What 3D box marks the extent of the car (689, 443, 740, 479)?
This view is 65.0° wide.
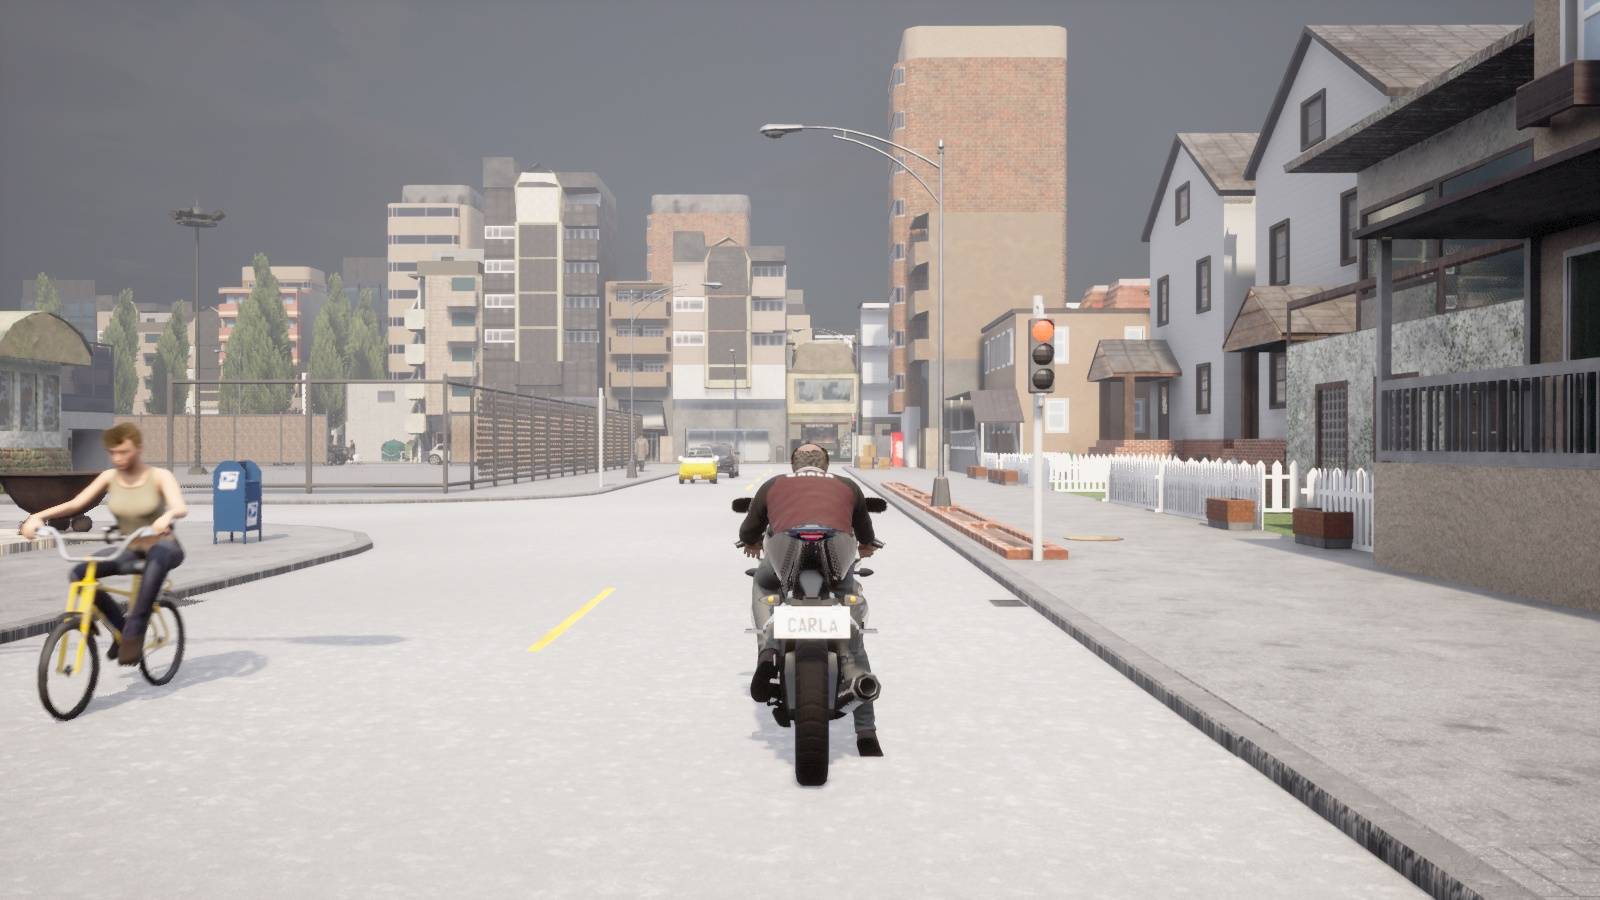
[{"bbox_3d":[-3.660,0.441,54.512,1.837,1.490,4.892,0,0,1],"label":"car"}]

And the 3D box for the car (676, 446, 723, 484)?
[{"bbox_3d":[-3.681,0.537,46.247,1.481,1.376,2.207,0,0,1],"label":"car"}]

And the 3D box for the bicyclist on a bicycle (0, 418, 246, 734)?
[{"bbox_3d":[-3.941,0.639,7.177,0.866,1.612,1.509,0,0,1],"label":"bicyclist on a bicycle"}]

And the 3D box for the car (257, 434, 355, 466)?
[{"bbox_3d":[-32.278,-0.024,82.213,5.566,2.045,2.150,0,0,1],"label":"car"}]

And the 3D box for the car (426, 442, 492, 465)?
[{"bbox_3d":[-22.269,0.230,82.157,3.806,1.475,1.970,0,0,1],"label":"car"}]

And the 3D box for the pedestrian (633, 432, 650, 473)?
[{"bbox_3d":[-7.632,0.109,60.479,0.659,1.952,0.873,0,0,4],"label":"pedestrian"}]

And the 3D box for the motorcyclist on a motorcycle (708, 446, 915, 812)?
[{"bbox_3d":[0.050,0.746,6.352,0.866,1.530,2.191,0,0,0],"label":"motorcyclist on a motorcycle"}]
